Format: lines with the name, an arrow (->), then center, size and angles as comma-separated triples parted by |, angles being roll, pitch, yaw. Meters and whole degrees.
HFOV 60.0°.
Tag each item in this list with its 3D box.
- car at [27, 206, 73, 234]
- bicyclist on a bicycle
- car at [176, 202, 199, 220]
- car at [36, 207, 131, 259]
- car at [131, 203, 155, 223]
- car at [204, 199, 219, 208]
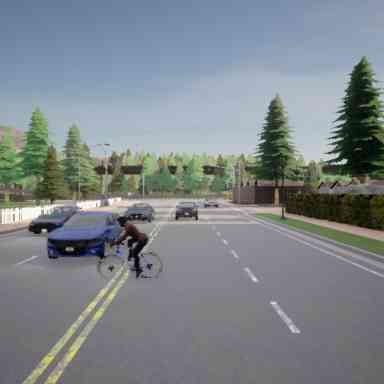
car -> -7.400, 1.548, 19.267 | 2.033, 1.411, 5.357 | 0, 0, 0
bicyclist on a bicycle -> -1.597, 1.455, 8.518 | 1.656, 1.620, 0.582 | -2, 0, -1
car -> -0.396, 1.526, 27.941 | 1.812, 1.442, 4.674 | 0, 0, 0
car -> -3.809, 1.478, 12.747 | 1.882, 1.535, 5.008 | 0, 0, -1
car -> -3.970, 1.564, 25.641 | 1.994, 1.385, 4.181 | 0, 0, -1
car -> 2.699, 1.601, 47.713 | 1.895, 1.301, 4.718 | 0, 0, -1
